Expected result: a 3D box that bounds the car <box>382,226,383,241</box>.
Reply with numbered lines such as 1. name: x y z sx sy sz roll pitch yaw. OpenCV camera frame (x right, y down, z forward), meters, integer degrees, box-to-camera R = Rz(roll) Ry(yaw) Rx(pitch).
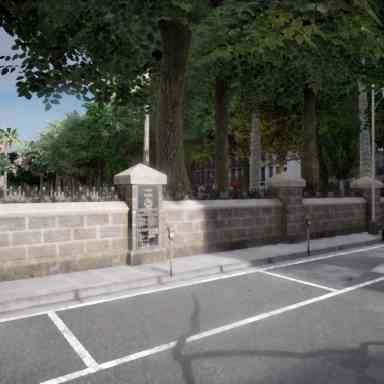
1. car: 9.737 1.310 13.485 5.009 1.841 2.192 0 0 -36
